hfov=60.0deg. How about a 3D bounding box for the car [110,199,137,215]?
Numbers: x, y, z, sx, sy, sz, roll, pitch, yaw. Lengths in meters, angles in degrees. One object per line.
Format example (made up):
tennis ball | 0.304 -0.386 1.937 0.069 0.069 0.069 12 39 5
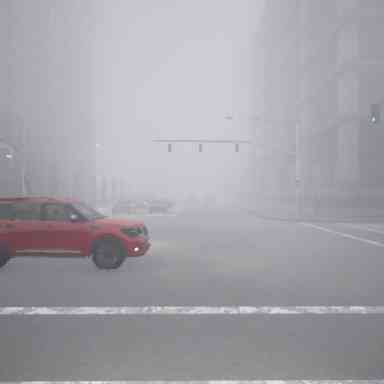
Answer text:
car | -7.098 1.503 34.893 1.837 1.490 4.892 0 0 0

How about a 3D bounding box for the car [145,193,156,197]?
car | -7.085 1.218 54.659 2.150 2.045 5.566 0 0 0

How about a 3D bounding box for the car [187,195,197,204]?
car | 0.004 1.489 64.289 2.128 1.511 4.902 0 0 0

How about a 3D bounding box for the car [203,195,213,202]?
car | 3.504 1.504 73.676 1.812 1.442 4.674 0 0 0

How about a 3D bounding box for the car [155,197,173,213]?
car | -3.598 1.546 37.062 2.033 1.411 5.357 0 0 0

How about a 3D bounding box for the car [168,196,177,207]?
car | -3.596 1.476 46.708 1.882 1.535 5.008 0 0 0

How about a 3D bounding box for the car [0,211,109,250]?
car | -5.797 1.534 13.834 4.181 1.385 1.994 0 0 -1

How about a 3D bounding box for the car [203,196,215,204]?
car | 3.504 1.489 64.601 2.128 1.511 4.902 0 0 0

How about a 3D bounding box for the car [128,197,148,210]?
car | -7.095 1.503 44.297 1.837 1.490 4.892 0 0 0

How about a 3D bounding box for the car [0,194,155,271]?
car | -4.125 1.193 10.362 5.566 2.045 2.150 0 0 -1

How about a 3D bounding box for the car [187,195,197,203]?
car | 0.004 1.505 73.676 2.128 1.511 4.902 0 0 0

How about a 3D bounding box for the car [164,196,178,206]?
car | -3.580 1.489 57.071 2.128 1.511 4.902 0 0 0
